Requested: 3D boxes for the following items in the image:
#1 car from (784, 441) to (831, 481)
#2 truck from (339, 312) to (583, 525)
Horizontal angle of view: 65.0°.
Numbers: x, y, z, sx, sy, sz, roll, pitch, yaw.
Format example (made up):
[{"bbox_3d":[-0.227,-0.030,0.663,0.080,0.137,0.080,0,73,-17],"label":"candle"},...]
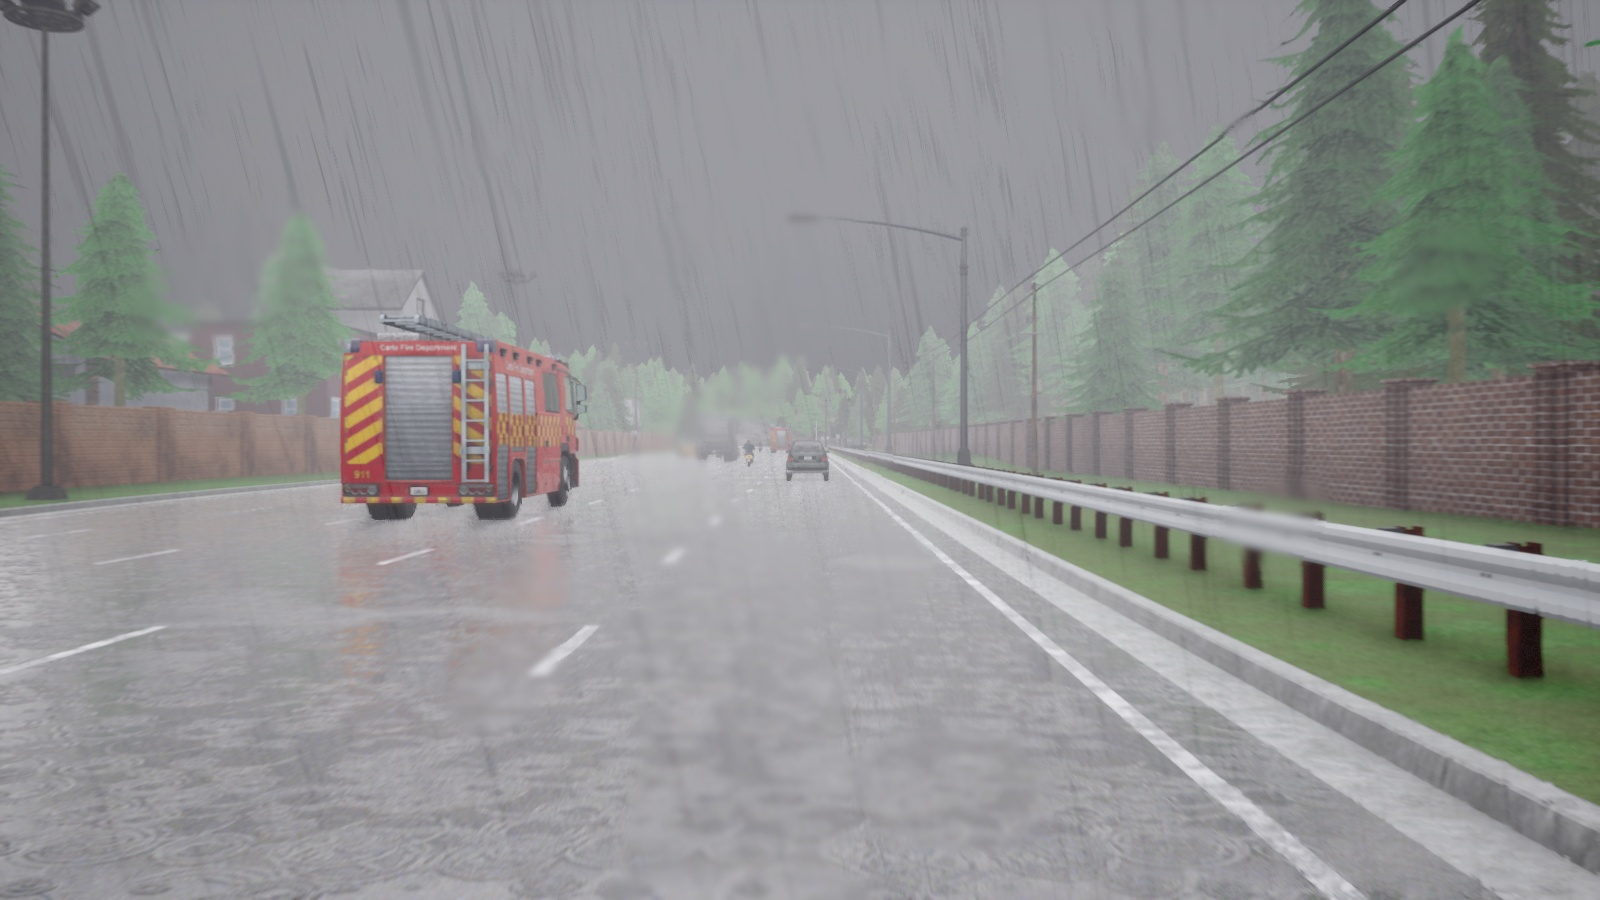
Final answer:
[{"bbox_3d":[0.298,0.400,49.924,1.789,1.549,3.705,0,0,0],"label":"car"},{"bbox_3d":[-6.832,-0.599,26.824,2.891,3.827,8.468,0,0,0],"label":"truck"}]
